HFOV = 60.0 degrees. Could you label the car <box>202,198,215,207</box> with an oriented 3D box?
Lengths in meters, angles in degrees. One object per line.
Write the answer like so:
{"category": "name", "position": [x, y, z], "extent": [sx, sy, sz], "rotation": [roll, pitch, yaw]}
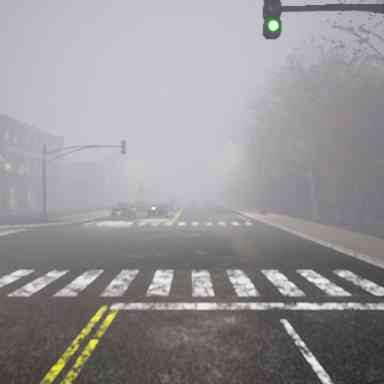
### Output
{"category": "car", "position": [3.413, 2.117, 63.847], "extent": [1.895, 1.301, 4.718], "rotation": [0, 0, 0]}

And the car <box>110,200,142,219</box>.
{"category": "car", "position": [-6.569, 1.755, 32.327], "extent": [2.128, 1.511, 4.902], "rotation": [0, 0, 0]}

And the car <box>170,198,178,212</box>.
{"category": "car", "position": [-3.291, 1.920, 43.925], "extent": [1.994, 1.385, 4.181], "rotation": [0, 0, 1]}

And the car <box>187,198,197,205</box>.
{"category": "car", "position": [0.076, 2.118, 73.790], "extent": [2.128, 1.511, 4.902], "rotation": [0, 0, 0]}

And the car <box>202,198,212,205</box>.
{"category": "car", "position": [3.324, 2.135, 73.865], "extent": [2.033, 1.411, 5.357], "rotation": [0, 0, 0]}

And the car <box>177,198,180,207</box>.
{"category": "car", "position": [-3.248, 1.845, 61.134], "extent": [2.097, 1.767, 4.553], "rotation": [0, 0, 0]}

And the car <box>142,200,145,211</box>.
{"category": "car", "position": [-6.555, 1.824, 42.715], "extent": [1.882, 1.535, 5.008], "rotation": [0, -1, 0]}

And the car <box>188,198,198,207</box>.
{"category": "car", "position": [0.160, 2.118, 64.023], "extent": [1.895, 1.301, 4.718], "rotation": [0, 0, 0]}

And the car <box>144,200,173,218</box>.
{"category": "car", "position": [-3.318, 1.836, 33.308], "extent": [1.994, 1.385, 4.181], "rotation": [0, 0, 0]}
